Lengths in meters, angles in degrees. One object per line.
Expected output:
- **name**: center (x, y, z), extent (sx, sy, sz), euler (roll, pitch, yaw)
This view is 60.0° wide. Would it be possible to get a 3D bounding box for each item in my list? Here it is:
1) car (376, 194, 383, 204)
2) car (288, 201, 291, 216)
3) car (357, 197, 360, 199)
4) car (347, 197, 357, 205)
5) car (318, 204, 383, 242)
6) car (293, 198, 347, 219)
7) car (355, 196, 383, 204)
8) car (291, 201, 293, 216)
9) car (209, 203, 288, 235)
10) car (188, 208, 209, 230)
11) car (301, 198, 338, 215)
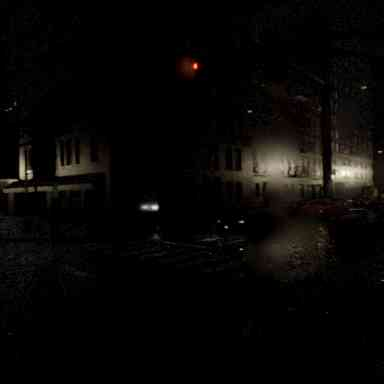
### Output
- **car**: center (31.045, 1.052, 53.190), extent (1.752, 1.417, 4.829), euler (-1, 0, 42)
- **car**: center (5.308, 1.511, 24.616), extent (1.802, 1.307, 4.206), euler (-1, 0, 42)
- **car**: center (20.078, 1.275, 41.017), extent (1.802, 1.307, 4.206), euler (-1, 0, 42)
- **car**: center (16.386, 1.332, 36.917), extent (1.802, 1.307, 4.206), euler (-1, 0, 42)
- **car**: center (7.577, 1.429, 15.146), extent (1.802, 1.307, 4.206), euler (-1, 0, 42)
- **car**: center (10.225, 1.313, 26.290), extent (1.882, 1.535, 5.008), euler (-1, 0, 42)
- **car**: center (11.268, 1.227, 19.247), extent (1.967, 1.590, 4.097), euler (-1, 0, 42)
- **car**: center (9.000, 1.414, 28.716), extent (1.887, 1.381, 4.507), euler (-1, 0, 42)
- **car**: center (3.286, 1.474, 18.581), extent (1.812, 1.442, 4.674), euler (-1, 0, 42)
- **car**: center (1.615, 1.555, 20.515), extent (1.947, 1.339, 4.313), euler (-1, 0, 42)
- **car**: center (12.578, 1.337, 32.690), extent (1.752, 1.417, 4.829), euler (-1, 0, 42)
